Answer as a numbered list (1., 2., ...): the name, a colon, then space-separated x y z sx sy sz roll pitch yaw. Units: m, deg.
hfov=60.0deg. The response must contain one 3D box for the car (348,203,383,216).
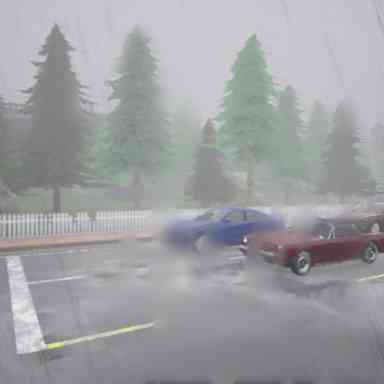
1. car: 9.704 1.323 17.330 5.008 1.535 1.882 0 1 -28

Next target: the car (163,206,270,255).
1. car: 1.334 1.316 12.695 5.008 1.535 1.882 0 1 -30

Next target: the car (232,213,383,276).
1. car: 3.764 1.494 10.068 4.718 1.301 1.895 0 1 -30
